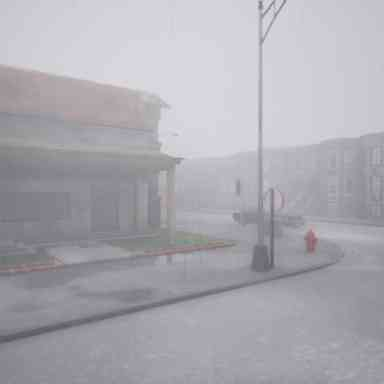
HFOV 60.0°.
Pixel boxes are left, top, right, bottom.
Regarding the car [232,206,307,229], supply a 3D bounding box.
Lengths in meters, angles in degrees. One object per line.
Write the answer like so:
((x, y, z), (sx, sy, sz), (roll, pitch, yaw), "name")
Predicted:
((4.819, 1.599, 21.142), (1.895, 1.301, 4.718), (0, 0, -36), "car")
